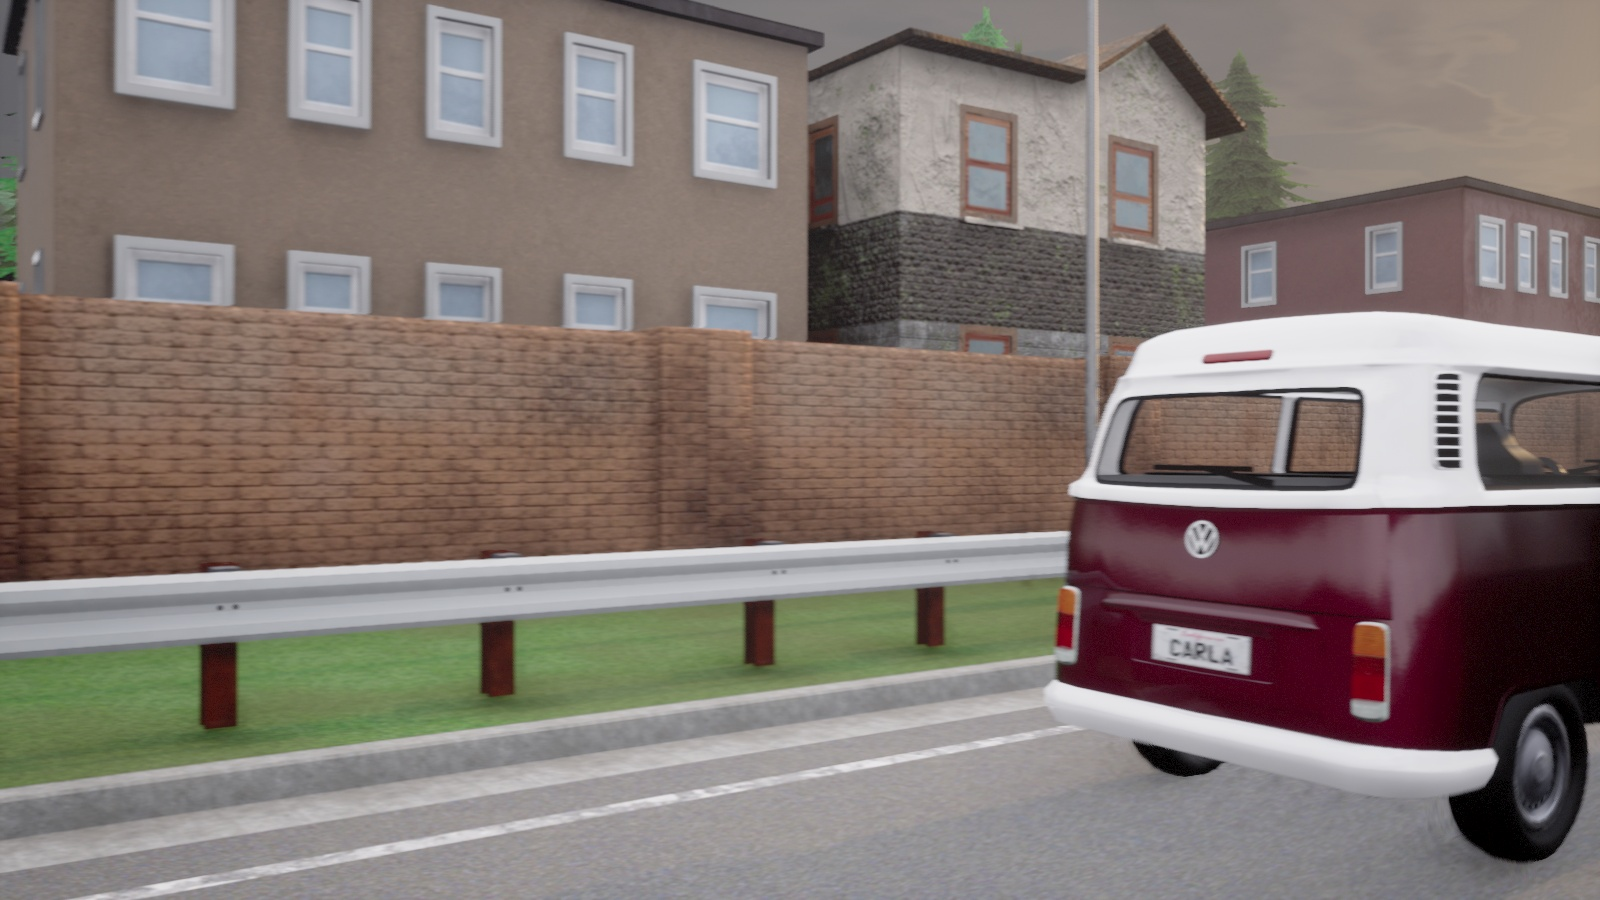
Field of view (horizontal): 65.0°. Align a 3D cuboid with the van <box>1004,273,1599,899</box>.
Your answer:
[{"bbox_3d":[3.335,0.476,5.981,4.480,2.038,2.069,0,0,-35],"label":"van"}]
